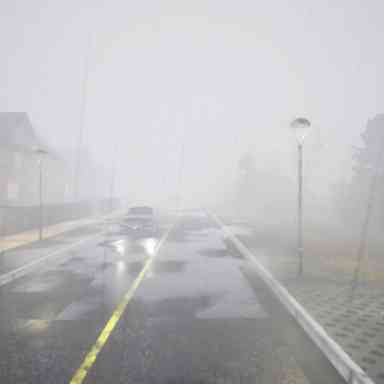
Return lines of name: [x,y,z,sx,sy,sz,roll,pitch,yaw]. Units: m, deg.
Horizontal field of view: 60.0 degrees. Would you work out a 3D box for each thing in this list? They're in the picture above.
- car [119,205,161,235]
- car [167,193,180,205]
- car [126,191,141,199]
car: [-2.840,1.512,18.874,1.837,1.490,4.892,0,0,0]
car: [-3.487,1.207,60.948,2.150,2.045,5.566,1,-1,-7]
car: [-15.926,0.789,90.476,2.150,2.045,5.566,0,1,-38]
